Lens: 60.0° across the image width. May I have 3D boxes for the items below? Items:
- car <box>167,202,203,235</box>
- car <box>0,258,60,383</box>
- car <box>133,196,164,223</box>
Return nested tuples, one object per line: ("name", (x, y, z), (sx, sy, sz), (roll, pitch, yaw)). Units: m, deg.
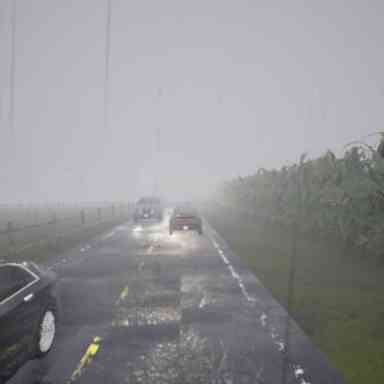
("car", (-0.392, 1.594, 19.675), (1.837, 1.490, 4.892), (-1, 0, -1))
("car", (-2.877, 1.545, 3.220), (1.837, 1.490, 4.892), (-1, 0, -2))
("car", (-3.435, 1.365, 27.166), (2.150, 2.045, 5.566), (-1, 0, -2))
